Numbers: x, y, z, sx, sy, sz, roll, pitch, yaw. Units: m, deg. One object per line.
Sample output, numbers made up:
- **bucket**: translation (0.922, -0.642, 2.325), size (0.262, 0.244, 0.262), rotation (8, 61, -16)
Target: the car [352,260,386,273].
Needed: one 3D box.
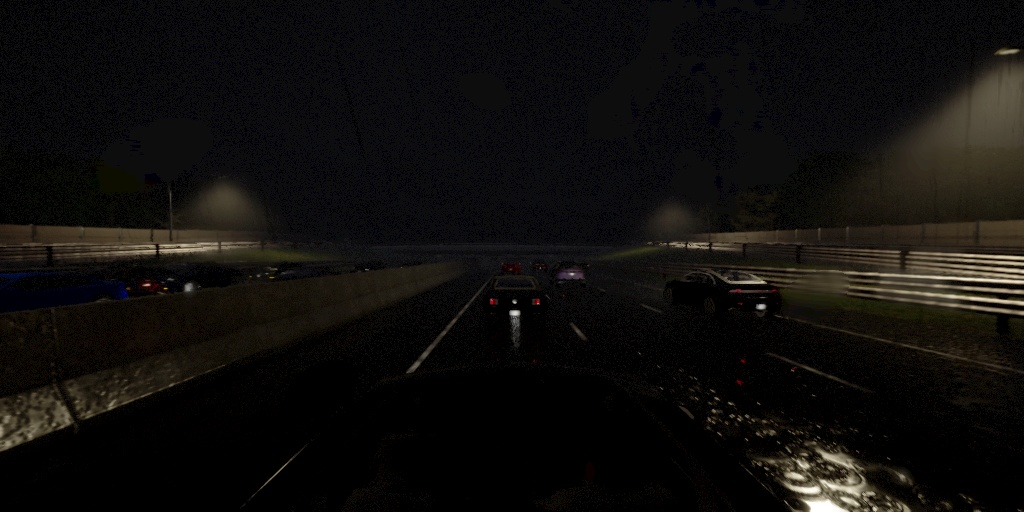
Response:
- **car**: translation (-14.162, 1.199, 35.867), size (1.837, 1.490, 4.892), rotation (0, -1, 0)

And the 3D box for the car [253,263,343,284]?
- **car**: translation (-10.636, 1.259, 18.590), size (2.033, 1.411, 5.357), rotation (0, 0, 0)

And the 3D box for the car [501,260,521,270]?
- **car**: translation (-0.114, 1.173, 37.733), size (1.882, 1.535, 5.008), rotation (0, 0, 0)

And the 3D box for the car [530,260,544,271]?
- **car**: translation (3.385, 1.223, 45.535), size (1.837, 1.490, 4.892), rotation (0, 0, -1)

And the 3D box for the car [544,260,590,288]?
- **car**: translation (3.540, 1.130, 23.439), size (2.033, 1.649, 4.856), rotation (0, 0, 0)

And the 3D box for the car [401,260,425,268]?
- **car**: translation (-10.656, 1.238, 38.912), size (1.837, 1.490, 4.892), rotation (0, 0, 0)

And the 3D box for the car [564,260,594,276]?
- **car**: translation (6.882, 1.188, 37.383), size (2.128, 1.511, 4.902), rotation (0, 0, 0)

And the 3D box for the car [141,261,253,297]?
- **car**: translation (-14.026, 0.927, 15.743), size (1.994, 1.385, 4.181), rotation (0, 0, 0)

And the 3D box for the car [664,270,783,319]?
- **car**: translation (7.080, 1.221, 12.630), size (2.128, 1.511, 4.902), rotation (0, 0, 0)

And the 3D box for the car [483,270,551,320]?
- **car**: translation (0.080, 1.330, 12.453), size (1.895, 1.301, 4.718), rotation (0, 0, 0)

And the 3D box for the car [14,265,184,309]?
- **car**: translation (-17.526, 1.221, 15.726), size (1.837, 1.490, 4.892), rotation (0, 0, 0)

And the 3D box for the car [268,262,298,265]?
- **car**: translation (-17.664, 1.196, 27.494), size (1.837, 1.490, 4.892), rotation (0, 0, 0)

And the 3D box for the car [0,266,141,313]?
- **car**: translation (-14.102, 1.214, 10.121), size (1.882, 1.535, 5.008), rotation (0, 0, 0)
